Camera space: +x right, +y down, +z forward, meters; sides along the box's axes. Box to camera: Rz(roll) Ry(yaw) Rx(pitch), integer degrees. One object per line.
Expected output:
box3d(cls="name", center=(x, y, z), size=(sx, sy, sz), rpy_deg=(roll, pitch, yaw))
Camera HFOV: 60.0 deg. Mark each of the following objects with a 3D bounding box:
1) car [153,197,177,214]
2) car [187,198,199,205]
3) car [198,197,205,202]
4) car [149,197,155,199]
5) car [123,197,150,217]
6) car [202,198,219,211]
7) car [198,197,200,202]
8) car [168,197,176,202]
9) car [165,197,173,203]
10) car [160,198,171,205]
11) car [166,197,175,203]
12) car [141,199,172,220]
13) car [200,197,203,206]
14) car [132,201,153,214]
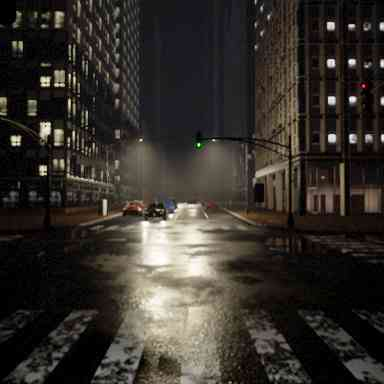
box3d(cls="car", center=(-3.130, 1.704, 39.502), size=(1.882, 1.535, 5.008), rpy_deg=(0, 0, 0))
box3d(cls="car", center=(0.018, 1.967, 70.688), size=(1.994, 1.385, 4.181), rpy_deg=(0, 0, 0))
box3d(cls="car", center=(2.625, 2.091, 94.826), size=(1.887, 1.381, 4.507), rpy_deg=(1, 0, 0))
box3d(cls="car", center=(-5.708, 1.571, 44.564), size=(2.192, 1.841, 5.009), rpy_deg=(1, 0, 0))
box3d(cls="car", center=(-5.701, 1.632, 33.413), size=(1.967, 1.590, 4.097), rpy_deg=(1, 0, 0))
box3d(cls="car", center=(2.666, 1.838, 44.631), size=(1.802, 1.307, 4.206), rpy_deg=(1, 0, 0))
box3d(cls="car", center=(2.653, 1.918, 61.364), size=(1.947, 1.339, 4.313), rpy_deg=(1, 0, 0))
box3d(cls="car", center=(-5.756, 2.111, 94.738), size=(1.947, 1.339, 4.313), rpy_deg=(1, 0, 0))
box3d(cls="car", center=(-5.746, 2.025, 83.588), size=(1.887, 1.381, 4.507), rpy_deg=(1, 0, 0))
box3d(cls="car", center=(-5.736, 1.961, 72.437), size=(1.887, 1.381, 4.507), rpy_deg=(1, 0, 0))
box3d(cls="car", center=(-5.750, 2.064, 89.163), size=(2.008, 1.369, 4.403), rpy_deg=(1, 0, 0))
box3d(cls="car", center=(-3.123, 1.677, 29.996), size=(1.837, 1.490, 4.892), rpy_deg=(0, 0, 0))
box3d(cls="car", center=(2.659, 1.847, 55.957), size=(1.752, 1.417, 4.829), rpy_deg=(1, 0, 0))
box3d(cls="car", center=(-5.709, 1.806, 38.987), size=(1.802, 1.307, 4.206), rpy_deg=(1, 0, 0))
